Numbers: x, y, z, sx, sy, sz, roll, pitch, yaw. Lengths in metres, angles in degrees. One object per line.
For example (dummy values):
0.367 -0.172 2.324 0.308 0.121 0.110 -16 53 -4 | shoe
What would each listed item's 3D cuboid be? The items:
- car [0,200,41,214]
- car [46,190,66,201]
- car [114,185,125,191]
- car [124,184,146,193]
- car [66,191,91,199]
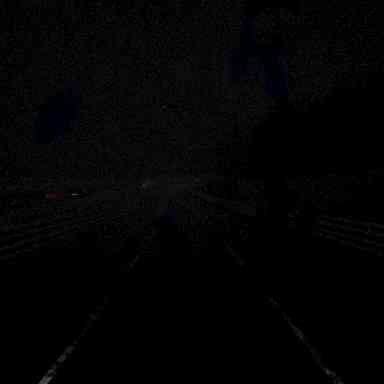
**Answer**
-20.607 1.727 40.724 1.882 1.535 5.008 0 4 11 | car
-24.041 0.466 59.513 2.097 1.767 4.553 0 4 11 | car
-18.629 -1.005 87.012 2.128 1.511 4.902 0 3 11 | car
-13.302 -0.472 77.831 2.033 1.411 5.357 0 3 11 | car
-20.212 0.512 60.848 2.128 1.511 4.902 0 4 11 | car
